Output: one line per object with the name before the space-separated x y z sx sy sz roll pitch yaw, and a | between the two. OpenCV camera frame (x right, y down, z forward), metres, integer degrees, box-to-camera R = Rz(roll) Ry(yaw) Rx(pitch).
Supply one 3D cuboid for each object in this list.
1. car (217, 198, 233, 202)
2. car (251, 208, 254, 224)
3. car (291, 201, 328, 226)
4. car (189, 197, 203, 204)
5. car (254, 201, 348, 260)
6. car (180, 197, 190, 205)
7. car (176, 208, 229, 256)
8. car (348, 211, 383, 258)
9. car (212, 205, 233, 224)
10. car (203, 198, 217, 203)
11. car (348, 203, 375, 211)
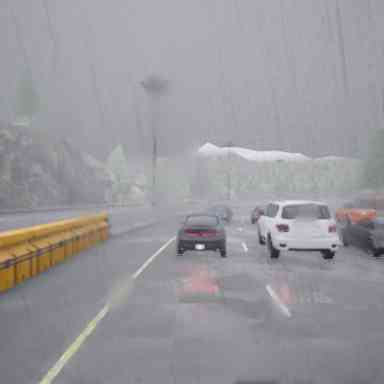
car | 7.899 2.296 74.452 1.895 1.301 4.718 0 -1 28
car | 5.888 1.827 27.501 1.994 1.385 4.181 0 0 11
car | 9.283 1.606 26.650 2.097 1.767 4.553 0 -1 11
car | 1.904 2.323 78.071 1.895 1.301 4.718 0 -1 28
car | 3.946 1.344 13.238 2.150 2.045 5.566 0 0 5
car | -1.065 2.097 79.936 2.097 1.767 4.553 0 -1 28
car | 0.492 1.639 13.810 1.837 1.490 4.892 0 0 5
car | 7.471 1.694 13.255 1.994 1.385 4.181 0 0 5
car | 2.378 1.811 27.835 2.033 1.411 5.357 0 -1 11
car | 4.930 2.070 76.317 2.097 1.767 4.553 0 -1 28
car | 12.724 1.601 26.013 2.097 1.767 4.553 0 -1 11
